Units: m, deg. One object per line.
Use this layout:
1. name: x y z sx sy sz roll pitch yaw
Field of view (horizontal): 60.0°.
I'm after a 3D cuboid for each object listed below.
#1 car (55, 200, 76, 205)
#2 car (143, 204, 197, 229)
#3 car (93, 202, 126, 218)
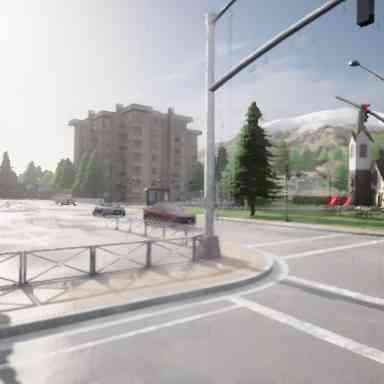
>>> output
1. car: -16.824 1.297 44.141 1.994 1.385 4.181 1 0 -36
2. car: -1.612 1.610 23.340 1.882 1.535 5.008 1 0 -36
3. car: -7.909 1.695 31.896 1.994 1.385 4.181 1 0 -36
